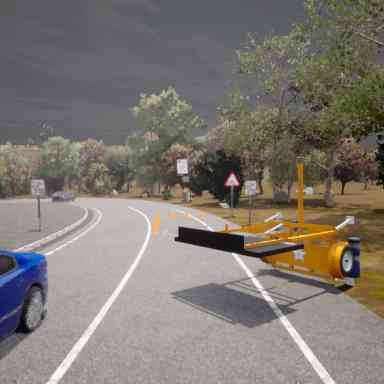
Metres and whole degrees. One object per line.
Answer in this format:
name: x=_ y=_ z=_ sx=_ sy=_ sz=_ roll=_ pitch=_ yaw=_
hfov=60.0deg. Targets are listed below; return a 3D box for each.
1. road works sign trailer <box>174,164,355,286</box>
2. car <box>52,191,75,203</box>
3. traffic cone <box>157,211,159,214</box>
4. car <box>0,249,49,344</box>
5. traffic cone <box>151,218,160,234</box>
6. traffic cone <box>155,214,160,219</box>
road works sign trailer: x=1.686 y=0.774 z=7.455 sx=3.560 sy=2.880 sz=2.380 roll=-1 pitch=1 yaw=-39
car: x=-19.879 y=0.677 z=51.469 sx=2.097 sy=1.767 sz=4.553 roll=-6 pitch=4 yaw=-43
traffic cone: x=-2.163 y=1.636 z=20.525 sx=0.340 sy=0.580 sz=0.340 roll=-1 pitch=2 yaw=-4
car: x=-3.429 y=1.470 z=3.878 sx=1.882 sy=1.535 sz=5.008 roll=0 pitch=0 yaw=-1
traffic cone: x=-1.865 y=1.751 z=16.539 sx=0.340 sy=0.580 sz=0.340 roll=-1 pitch=2 yaw=-4
traffic cone: x=-2.013 y=1.694 z=18.533 sx=0.340 sy=0.580 sz=0.340 roll=-1 pitch=2 yaw=-4
